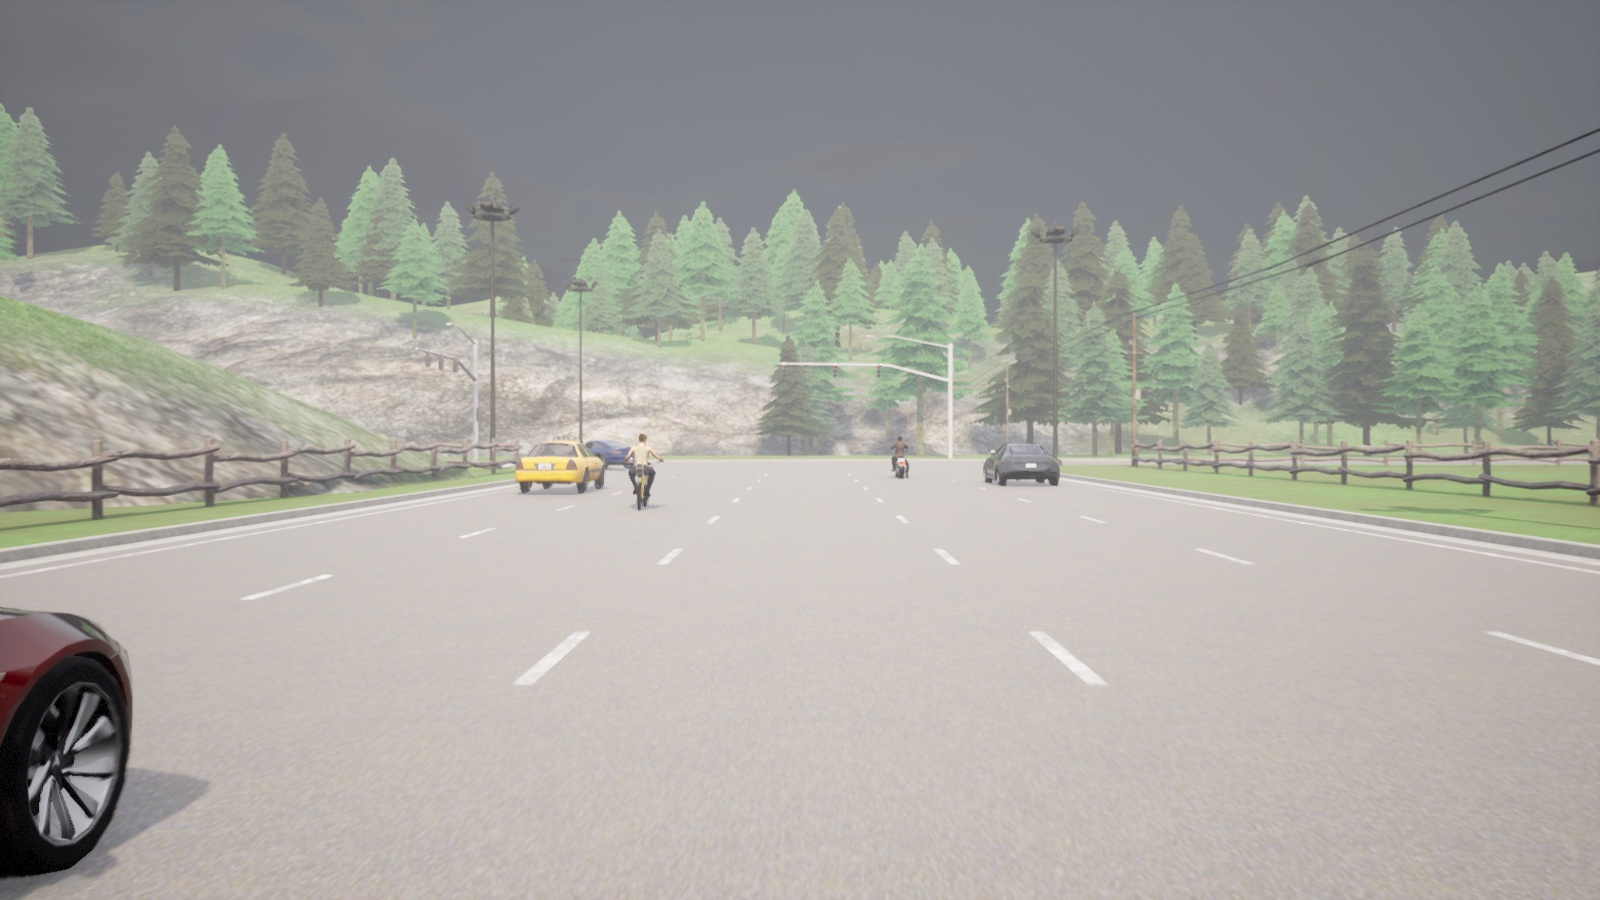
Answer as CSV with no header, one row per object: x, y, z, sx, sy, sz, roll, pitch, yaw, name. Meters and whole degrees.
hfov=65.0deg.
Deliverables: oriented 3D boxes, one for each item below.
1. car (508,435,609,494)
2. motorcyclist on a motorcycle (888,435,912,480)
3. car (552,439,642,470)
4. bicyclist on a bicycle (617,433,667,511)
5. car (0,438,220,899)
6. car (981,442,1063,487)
-6.783,0.357,35.836,1.801,1.575,5.366,0,1,0,car
3.784,0.270,47.651,0.766,1.649,2.350,0,0,0,motorcyclist on a motorcycle
-9.967,0.210,61.447,4.674,1.442,1.812,1,0,41,car
-3.339,0.440,26.674,0.866,1.612,1.509,0,1,1,bicyclist on a bicycle
-3.469,0.718,2.745,2.163,1.488,4.792,0,1,0,car
7.248,0.443,41.350,1.994,1.385,4.181,0,1,0,car
